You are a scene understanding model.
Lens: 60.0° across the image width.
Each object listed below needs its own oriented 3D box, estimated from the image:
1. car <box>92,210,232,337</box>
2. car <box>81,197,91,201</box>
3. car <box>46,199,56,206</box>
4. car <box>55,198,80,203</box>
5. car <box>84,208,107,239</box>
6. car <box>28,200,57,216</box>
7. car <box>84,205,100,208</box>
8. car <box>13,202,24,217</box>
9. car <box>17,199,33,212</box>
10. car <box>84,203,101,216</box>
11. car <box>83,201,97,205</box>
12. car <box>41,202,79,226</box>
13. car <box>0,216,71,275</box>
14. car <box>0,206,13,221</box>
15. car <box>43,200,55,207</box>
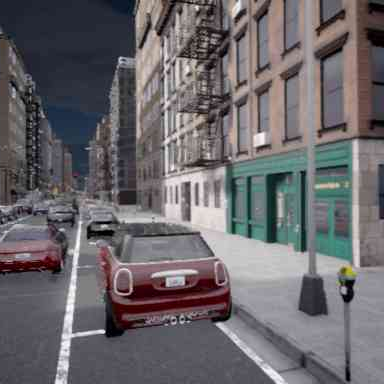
[{"bbox_3d":[-0.918,1.424,7.156,2.097,1.767,4.553,0,-1,-18],"label":"car"},{"bbox_3d":[-26.775,2.395,85.013,1.967,1.590,4.097,0,0,-18],"label":"car"},{"bbox_3d":[-32.654,2.467,77.177,1.752,1.417,4.829,0,-1,-18],"label":"car"},{"bbox_3d":[-14.992,1.706,40.542,2.150,2.045,5.566,0,-1,-18],"label":"car"},{"bbox_3d":[-5.030,1.777,18.593,1.947,1.339,4.313,0,-1,-18],"label":"car"},{"bbox_3d":[-17.456,2.042,39.114,2.033,1.411,5.357,0,-1,-18],"label":"car"},{"bbox_3d":[-6.714,1.837,23.737,1.947,1.339,4.313,0,-1,-18],"label":"car"},{"bbox_3d":[-17.712,1.984,31.536,2.008,1.369,4.403,0,-1,-18],"label":"car"},{"bbox_3d":[-21.082,1.864,41.826,2.192,1.841,5.009,0,-1,-18],"label":"car"},{"bbox_3d":[-11.766,2.028,39.168,1.802,1.307,4.206,0,-1,-18],"label":"car"},{"bbox_3d":[-10.135,1.916,34.187,1.752,1.417,4.829,0,-1,-18],"label":"car"},{"bbox_3d":[-10.010,1.807,25.647,2.128,1.511,4.902,0,-1,-18],"label":"car"},{"bbox_3d":[-5.164,1.707,10.840,1.994,1.385,4.181,0,0,-18],"label":"car"},{"bbox_3d":[-16.028,1.926,26.392,2.008,1.369,4.403,0,-1,-18],"label":"car"},{"bbox_3d":[-31.010,2.432,72.156,1.887,1.381,4.507,0,-1,-18],"label":"car"}]
